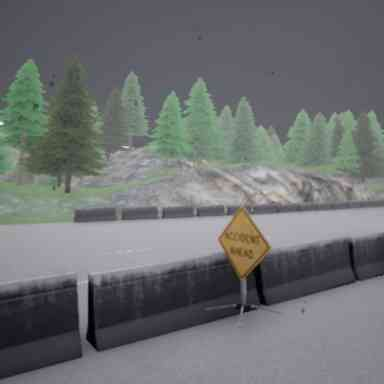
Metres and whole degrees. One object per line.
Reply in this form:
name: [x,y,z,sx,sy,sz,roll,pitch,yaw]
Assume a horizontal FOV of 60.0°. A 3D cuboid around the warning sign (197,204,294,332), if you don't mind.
warning sign: [0.903,1.169,5.812,1.060,1.860,1.300,1,-1,-36]
